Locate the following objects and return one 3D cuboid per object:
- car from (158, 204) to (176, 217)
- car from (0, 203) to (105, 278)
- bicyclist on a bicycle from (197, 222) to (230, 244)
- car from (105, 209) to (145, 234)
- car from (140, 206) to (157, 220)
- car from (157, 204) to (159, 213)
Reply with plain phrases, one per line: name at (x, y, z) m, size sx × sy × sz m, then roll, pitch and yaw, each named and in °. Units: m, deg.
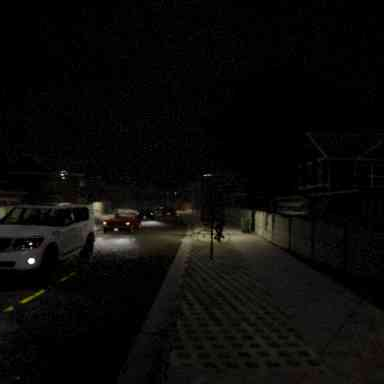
car at (-3.279, 2.605, 45.795) m, size 1.837 × 1.490 × 4.892 m, roll 2°, pitch -1°, yaw -8°
car at (-4.955, 1.391, 11.144) m, size 2.150 × 2.045 × 5.566 m, roll 1°, pitch -2°, yaw 2°
bicyclist on a bicycle at (1.084, 1.756, 16.431) m, size 1.656 × 1.620 × 0.582 m, roll 1°, pitch -2°, yaw 2°
car at (-4.729, 2.083, 22.862) m, size 1.895 × 1.301 × 4.718 m, roll 1°, pitch -1°, yaw 0°
car at (-5.259, 2.453, 37.930) m, size 1.895 × 1.301 × 4.718 m, roll 2°, pitch -1°, yaw -5°
car at (-5.036, 2.793, 55.862) m, size 2.128 × 1.511 × 4.902 m, roll 2°, pitch -1°, yaw -11°
